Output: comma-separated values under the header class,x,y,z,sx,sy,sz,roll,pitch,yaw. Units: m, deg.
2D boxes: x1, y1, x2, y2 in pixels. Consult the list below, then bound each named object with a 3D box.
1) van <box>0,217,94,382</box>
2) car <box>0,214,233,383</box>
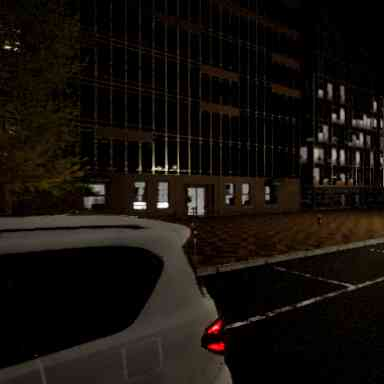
class,x,y,z,sx,sy,sz,roll,pitch,yaw
van,-3.460,1.341,4.093,3.998,1.788,1.690,0,0,-36
car,-2.296,1.221,1.741,5.566,2.045,2.150,0,0,-35
